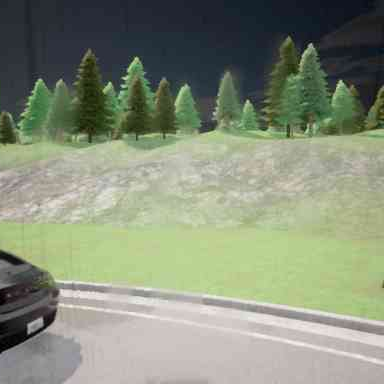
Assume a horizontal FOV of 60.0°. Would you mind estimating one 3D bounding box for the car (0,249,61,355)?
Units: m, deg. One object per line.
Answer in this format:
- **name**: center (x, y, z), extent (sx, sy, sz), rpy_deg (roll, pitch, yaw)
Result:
- **car**: center (-4.428, 1.506, 4.984), extent (4.892, 1.490, 1.837), rpy_deg (0, 0, 14)
